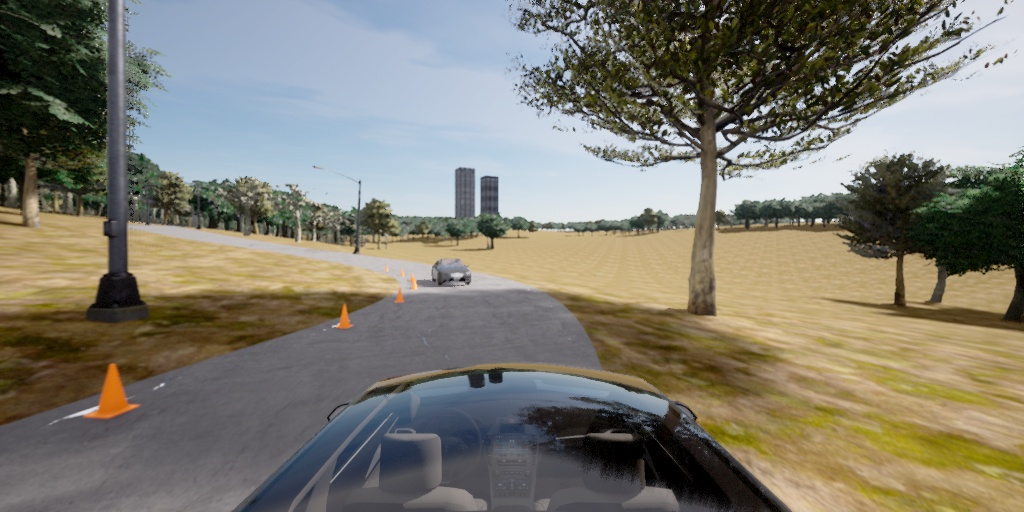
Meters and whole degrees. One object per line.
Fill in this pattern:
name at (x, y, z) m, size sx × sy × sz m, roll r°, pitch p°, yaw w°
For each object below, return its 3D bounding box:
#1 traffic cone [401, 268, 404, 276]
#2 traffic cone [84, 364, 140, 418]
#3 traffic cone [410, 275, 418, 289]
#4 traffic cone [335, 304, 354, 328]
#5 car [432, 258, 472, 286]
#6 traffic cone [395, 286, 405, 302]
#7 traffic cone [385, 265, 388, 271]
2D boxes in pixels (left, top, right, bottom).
traffic cone at (-8.284, 1.228, 27.079) m, size 0.340 × 0.580 × 0.340 m, roll 0°, pitch 0°, yaw -29°
traffic cone at (-4.903, 1.618, 4.407) m, size 0.340 × 0.580 × 0.340 m, roll 0°, pitch 0°, yaw 5°
traffic cone at (-5.030, 1.408, 18.484) m, size 0.340 × 0.580 × 0.340 m, roll 0°, pitch 0°, yaw -13°
traffic cone at (-4.347, 1.542, 9.314) m, size 0.340 × 0.580 × 0.340 m, roll 0°, pitch 0°, yaw 4°
car at (-3.671, 0.895, 21.436) m, size 2.128 × 1.511 × 4.902 m, roll 0°, pitch 1°, yaw -18°
traffic cone at (-4.358, 1.476, 13.923) m, size 0.340 × 0.580 × 0.340 m, roll 0°, pitch 0°, yaw -4°
traffic cone at (-10.798, 1.025, 30.933) m, size 0.340 × 0.580 × 0.340 m, roll 0°, pitch 0°, yaw -37°
